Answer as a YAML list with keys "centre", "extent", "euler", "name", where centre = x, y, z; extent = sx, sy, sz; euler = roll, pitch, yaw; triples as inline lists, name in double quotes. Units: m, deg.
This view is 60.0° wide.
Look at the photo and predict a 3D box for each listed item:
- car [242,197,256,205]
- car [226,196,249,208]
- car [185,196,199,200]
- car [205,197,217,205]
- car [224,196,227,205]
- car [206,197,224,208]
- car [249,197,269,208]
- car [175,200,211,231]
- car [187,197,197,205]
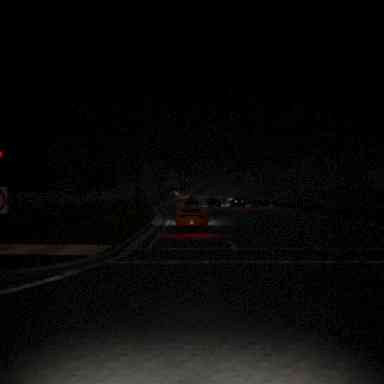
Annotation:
- centre: [10.465, 1.651, 61.767]
  extent: [1.812, 1.442, 4.674]
  euler: [0, 0, 0]
  name: "car"
- centre: [6.971, 1.596, 51.346]
  extent: [2.128, 1.511, 4.902]
  euler: [0, 0, 0]
  name: "car"
- centre: [-0.030, 1.457, 51.729]
  extent: [2.097, 1.767, 4.553]
  euler: [0, 0, 0]
  name: "car"
- centre: [3.465, 1.630, 61.763]
  extent: [1.837, 1.490, 4.892]
  euler: [0, 0, 0]
  name: "car"
- centre: [6.965, 1.478, 61.736]
  extent: [2.097, 1.767, 4.553]
  euler: [0, 0, 0]
  name: "car"
- centre: [3.471, 1.609, 51.344]
  extent: [1.837, 1.490, 4.892]
  euler: [0, 0, 0]
  name: "car"
- centre: [10.471, 1.582, 51.348]
  extent: [1.882, 1.535, 5.008]
  euler: [0, 0, 0]
  name: "car"
- centre: [-0.012, 1.520, 20.733]
  extent: [1.882, 1.535, 5.008]
  euler: [0, 0, 0]
  name: "car"
- centre: [-0.035, 1.630, 61.761]
  extent: [1.837, 1.490, 4.892]
  euler: [0, 0, 0]
  name: "car"
